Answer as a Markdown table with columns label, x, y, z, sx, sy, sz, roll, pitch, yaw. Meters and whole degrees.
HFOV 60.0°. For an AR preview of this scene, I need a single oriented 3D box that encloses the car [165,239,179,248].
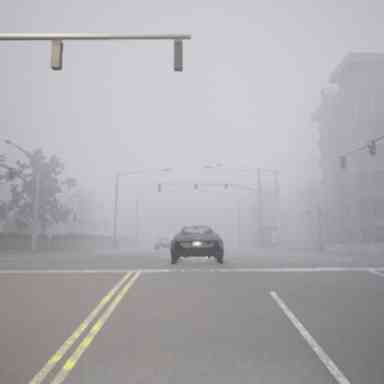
| label | x | y | z | sx | sy | sz | roll | pitch | yaw |
| --- | --- | --- | --- | --- | --- | --- | --- | --- | --- |
| car | -3.103 | 8.149 | 52.354 | 1.994 | 1.385 | 4.181 | 0 | -9 | 1 |

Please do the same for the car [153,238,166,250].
| label | x | y | z | sx | sy | sz | roll | pitch | yaw |
| --- | --- | --- | --- | --- | --- | --- | --- | --- | --- |
| car | -3.258 | 5.988 | 38.430 | 2.033 | 1.411 | 5.357 | 0 | -9 | 1 |

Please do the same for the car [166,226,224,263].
| label | x | y | z | sx | sy | sz | roll | pitch | yaw |
| --- | --- | --- | --- | --- | --- | --- | --- | --- | --- |
| car | 0.196 | 2.105 | 13.633 | 1.994 | 1.385 | 4.181 | -1 | -9 | 0 |
